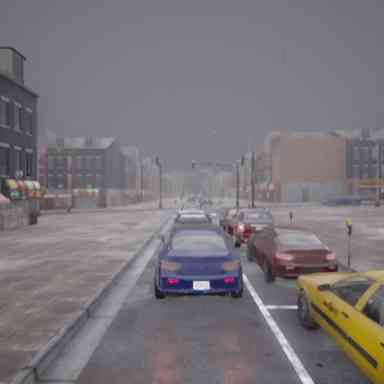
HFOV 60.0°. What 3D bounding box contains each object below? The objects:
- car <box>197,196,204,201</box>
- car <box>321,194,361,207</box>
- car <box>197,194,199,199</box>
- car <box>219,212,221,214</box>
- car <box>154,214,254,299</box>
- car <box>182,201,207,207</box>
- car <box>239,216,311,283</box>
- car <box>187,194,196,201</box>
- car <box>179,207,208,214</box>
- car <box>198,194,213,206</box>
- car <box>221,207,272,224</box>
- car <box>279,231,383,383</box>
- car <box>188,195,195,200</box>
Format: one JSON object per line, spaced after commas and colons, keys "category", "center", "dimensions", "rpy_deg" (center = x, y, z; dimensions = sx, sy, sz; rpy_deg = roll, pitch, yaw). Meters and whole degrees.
{"category": "car", "center": [2.451, 1.793, 95.617], "dimensions": [1.752, 1.417, 4.829], "rpy_deg": [-1, 0, 0]}
{"category": "car", "center": [18.238, 1.008, 40.836], "dimensions": [4.674, 1.442, 1.812], "rpy_deg": [-2, 0, 0]}
{"category": "car", "center": [2.511, 1.425, 63.034], "dimensions": [2.192, 1.841, 5.009], "rpy_deg": [-1, 0, 0]}
{"category": "car", "center": [2.597, 1.581, 20.288], "dimensions": [1.802, 1.307, 4.206], "rpy_deg": [0, 0, 0]}
{"category": "car", "center": [0.090, 1.521, 8.315], "dimensions": [1.812, 1.442, 4.674], "rpy_deg": [0, 0, -2]}
{"category": "car", "center": [-0.022, 1.605, 25.876], "dimensions": [1.895, 1.301, 4.718], "rpy_deg": [0, 0, 0]}
{"category": "car", "center": [2.618, 1.577, 9.355], "dimensions": [1.802, 1.307, 4.206], "rpy_deg": [0, 0, 0]}
{"category": "car", "center": [-0.154, 1.690, 82.682], "dimensions": [1.837, 1.490, 4.892], "rpy_deg": [0, 0, 0]}
{"category": "car", "center": [0.057, 1.597, 15.785], "dimensions": [1.895, 1.301, 4.718], "rpy_deg": [0, 0, 0]}
{"category": "car", "center": [2.523, 1.529, 57.632], "dimensions": [1.967, 1.590, 4.097], "rpy_deg": [-1, 0, 0]}
{"category": "car", "center": [2.607, 1.436, 14.822], "dimensions": [1.967, 1.590, 4.097], "rpy_deg": [0, 0, 0]}
{"category": "car", "center": [2.628, 1.523, 4.058], "dimensions": [1.752, 1.417, 4.829], "rpy_deg": [0, 0, 0]}
{"category": "car", "center": [-0.174, 1.610, 93.103], "dimensions": [1.812, 1.442, 4.674], "rpy_deg": [0, 0, 0]}
